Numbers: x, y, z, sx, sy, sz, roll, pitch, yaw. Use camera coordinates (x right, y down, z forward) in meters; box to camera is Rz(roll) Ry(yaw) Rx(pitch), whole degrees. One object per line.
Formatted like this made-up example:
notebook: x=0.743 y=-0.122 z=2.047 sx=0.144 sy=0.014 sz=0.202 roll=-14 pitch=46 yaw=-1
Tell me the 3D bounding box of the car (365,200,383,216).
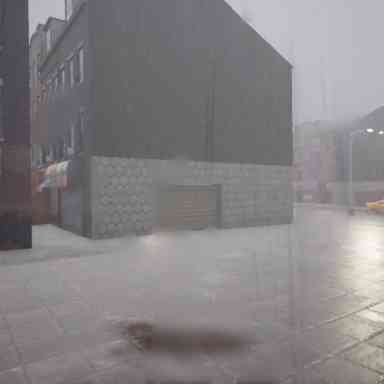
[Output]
car: x=17.352 y=1.390 z=28.127 sx=1.882 sy=1.535 sz=5.008 roll=-1 pitch=1 yaw=-35
